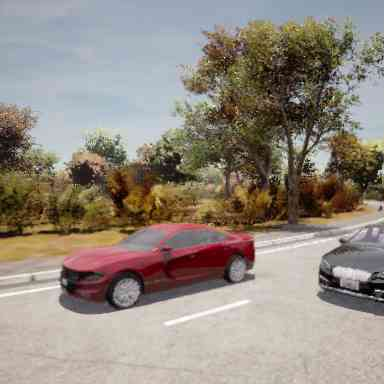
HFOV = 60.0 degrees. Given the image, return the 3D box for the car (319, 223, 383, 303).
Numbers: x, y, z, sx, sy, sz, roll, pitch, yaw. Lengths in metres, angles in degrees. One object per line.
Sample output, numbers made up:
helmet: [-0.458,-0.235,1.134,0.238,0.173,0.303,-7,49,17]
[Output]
car: [4.945,1.549,8.096,4.902,1.511,2.128,0,0,-40]

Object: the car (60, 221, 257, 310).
car: [-0.562,1.522,8.139,5.008,1.535,1.882,0,0,-38]
